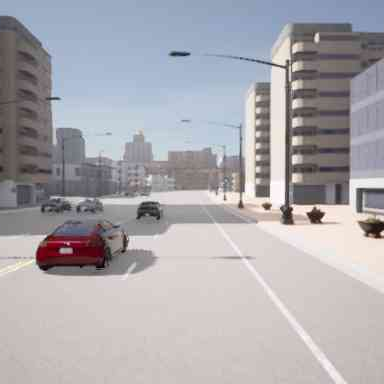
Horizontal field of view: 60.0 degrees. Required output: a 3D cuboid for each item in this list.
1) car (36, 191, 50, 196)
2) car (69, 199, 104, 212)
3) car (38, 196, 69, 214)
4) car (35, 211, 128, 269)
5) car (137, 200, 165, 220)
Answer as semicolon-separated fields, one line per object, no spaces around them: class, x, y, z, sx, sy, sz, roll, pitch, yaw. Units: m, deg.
car;-29.621;0.545;65.601;1.970;1.475;3.806;0;2;0
car;-10.667;1.473;34.942;2.128;1.511;4.902;0;0;0
car;-14.167;1.477;34.946;2.128;1.511;4.902;0;0;0
car;-3.433;1.559;11.078;1.994;1.385;4.181;0;0;0
car;-3.466;1.486;28.112;1.837;1.490;4.892;0;0;0
